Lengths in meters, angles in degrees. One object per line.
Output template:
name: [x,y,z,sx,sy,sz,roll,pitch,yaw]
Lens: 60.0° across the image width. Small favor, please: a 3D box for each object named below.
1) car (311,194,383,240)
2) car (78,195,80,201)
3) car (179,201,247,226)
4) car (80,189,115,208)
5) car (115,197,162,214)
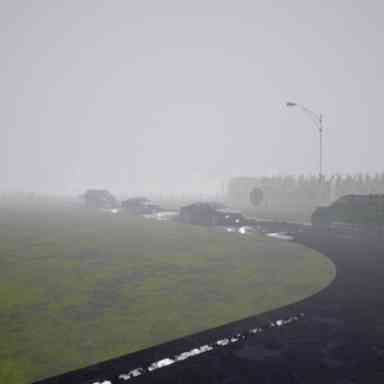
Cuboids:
car: [8.547,1.107,16.738,2.150,2.045,5.566,1,1,-22]
car: [-15.955,0.724,51.145,1.882,1.535,5.008,-1,1,-36]
car: [1.188,1.332,22.292,2.033,1.411,5.357,-1,1,-36]
car: [-10.840,0.697,39.014,2.150,2.045,5.566,-1,1,-36]
car: [-4.820,1.179,30.635,2.033,1.411,5.357,-1,1,-36]
